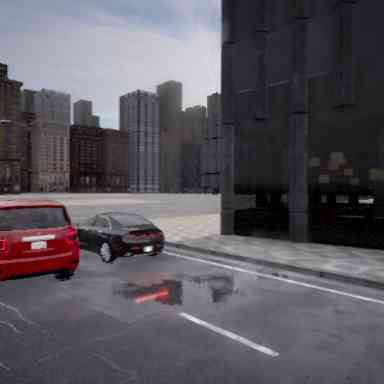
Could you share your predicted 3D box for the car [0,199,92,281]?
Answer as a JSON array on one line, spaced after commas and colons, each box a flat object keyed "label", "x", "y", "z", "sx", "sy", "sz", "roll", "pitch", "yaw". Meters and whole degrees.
[{"label": "car", "x": -5.033, "y": 1.218, "z": 9.115, "sx": 2.150, "sy": 2.045, "sz": 5.566, "roll": 0, "pitch": 0, "yaw": -41}]

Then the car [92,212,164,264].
[{"label": "car", "x": -2.946, "y": 1.500, "z": 12.052, "sx": 1.837, "sy": 1.490, "sz": 4.892, "roll": 0, "pitch": 0, "yaw": -41}]
